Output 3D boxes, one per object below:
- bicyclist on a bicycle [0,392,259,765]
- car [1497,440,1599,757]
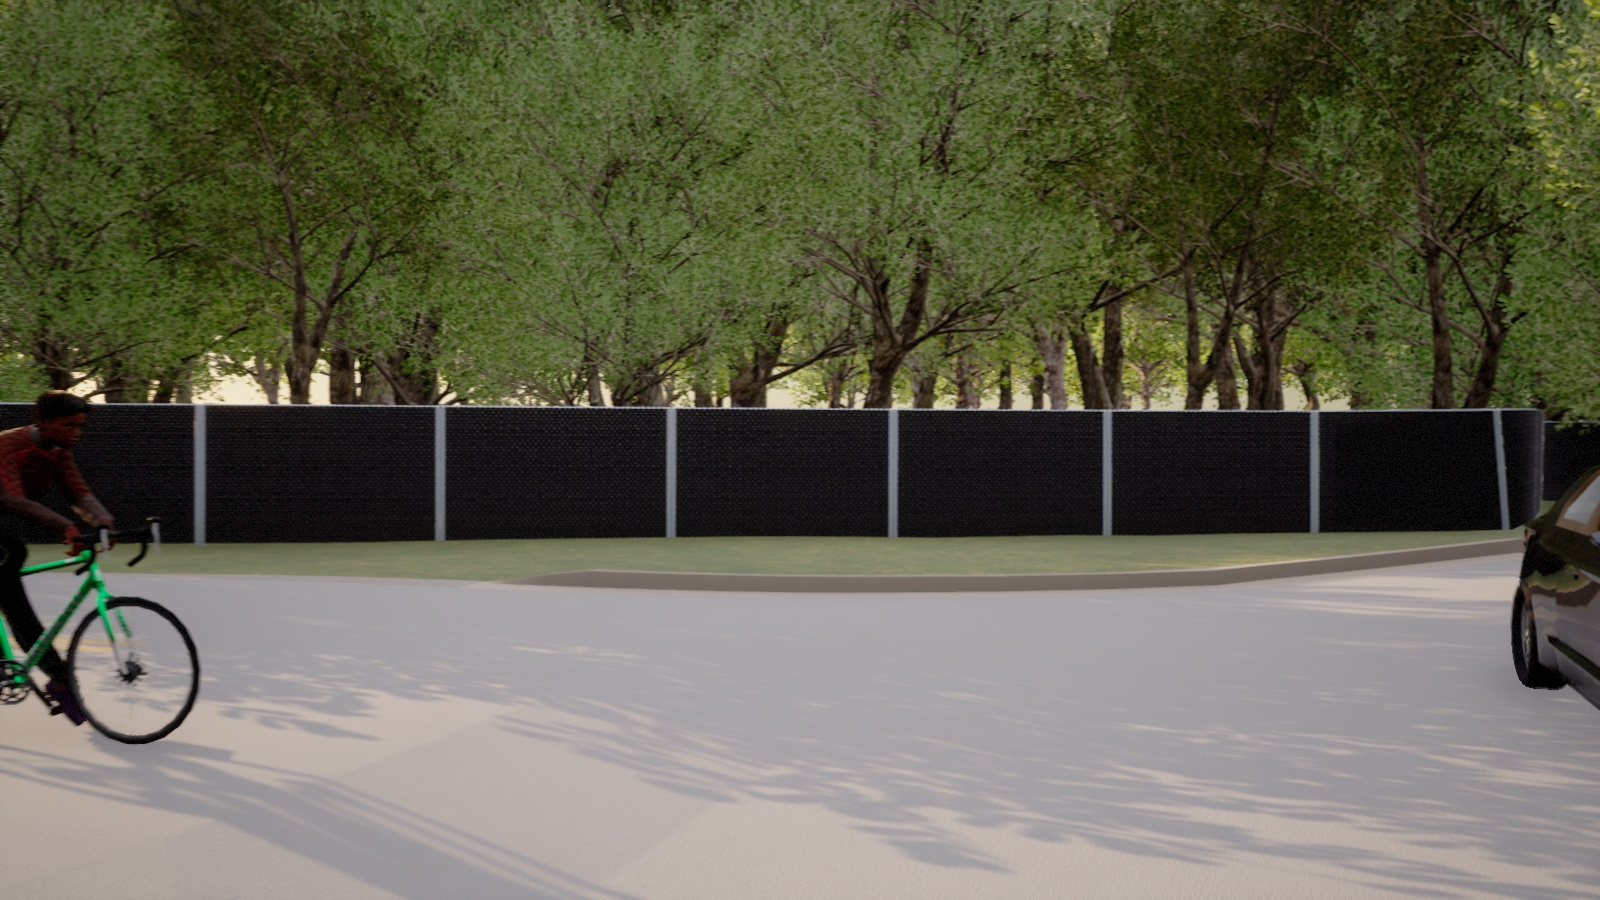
[{"bbox_3d":[-3.475,0.581,5.830,1.656,1.620,0.582,-2,0,7],"label":"bicyclist on a bicycle"},{"bbox_3d":[4.837,0.714,6.149,1.816,1.474,4.193,-1,1,20],"label":"car"}]
